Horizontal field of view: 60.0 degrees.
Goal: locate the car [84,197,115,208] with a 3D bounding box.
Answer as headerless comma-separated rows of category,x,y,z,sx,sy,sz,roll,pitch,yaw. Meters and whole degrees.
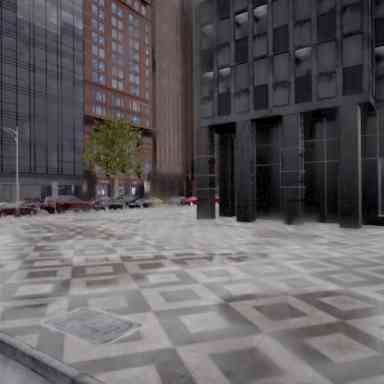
car,-13.449,1.484,48.642,1.967,1.590,4.097,-1,0,35

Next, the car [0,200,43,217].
car,-16.062,1.576,29.876,1.802,1.307,4.206,-1,0,35

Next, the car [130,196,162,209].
car,-6.440,1.509,43.788,1.947,1.339,4.313,-1,0,35

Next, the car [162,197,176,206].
car,-2.032,1.496,54.758,2.033,1.411,5.357,-1,0,35

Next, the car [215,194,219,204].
car,3.182,1.222,57.702,2.192,1.841,5.009,-1,0,35

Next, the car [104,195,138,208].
car,-10.238,1.359,48.422,2.097,1.767,4.553,-1,0,35

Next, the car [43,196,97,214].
car,-12.857,1.290,34.515,2.192,1.841,5.009,-1,0,35

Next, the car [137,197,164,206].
car,-7.128,1.545,57.778,1.752,1.417,4.829,-1,0,35

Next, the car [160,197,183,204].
car,-3.823,1.574,62.557,1.947,1.339,4.313,-1,0,35

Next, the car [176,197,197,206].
car,-0.025,1.462,53.064,1.887,1.381,4.507,-1,0,35

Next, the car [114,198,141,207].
car,-10.239,1.613,53.280,1.802,1.307,4.206,-1,0,35

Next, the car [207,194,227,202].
car,5.800,1.296,76.472,2.192,1.841,5.009,-1,0,35

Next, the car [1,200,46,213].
car,-19.864,1.642,39.366,1.947,1.339,4.313,-1,0,35

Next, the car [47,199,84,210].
car,-16.656,1.642,44.004,1.802,1.307,4.206,-1,0,35

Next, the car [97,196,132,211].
car,-9.647,1.525,39.152,1.947,1.339,4.313,-1,0,35
